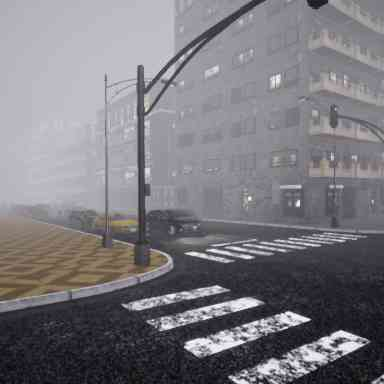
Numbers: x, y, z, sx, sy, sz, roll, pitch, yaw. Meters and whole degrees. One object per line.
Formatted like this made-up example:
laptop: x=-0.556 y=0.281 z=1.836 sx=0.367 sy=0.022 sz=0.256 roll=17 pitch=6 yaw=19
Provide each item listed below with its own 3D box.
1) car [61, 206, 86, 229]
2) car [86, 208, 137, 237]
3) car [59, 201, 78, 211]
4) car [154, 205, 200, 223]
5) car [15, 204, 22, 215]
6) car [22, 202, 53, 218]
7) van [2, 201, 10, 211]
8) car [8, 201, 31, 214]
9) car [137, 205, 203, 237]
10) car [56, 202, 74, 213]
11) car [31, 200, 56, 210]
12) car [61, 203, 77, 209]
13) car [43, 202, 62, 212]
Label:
car: x=-8.209 y=2.002 z=25.470 sx=1.947 sy=1.339 sz=4.313 roll=-2 pitch=0 yaw=-36
car: x=-4.764 y=1.865 z=20.776 sx=1.752 sy=1.417 sz=4.829 roll=-2 pitch=0 yaw=-36
car: x=-21.534 y=2.366 z=57.775 sx=1.967 sy=1.590 sz=4.097 roll=-2 pitch=0 yaw=-36
car: x=-1.455 y=1.915 z=30.430 sx=2.008 sy=1.369 sz=4.403 roll=-2 pitch=0 yaw=-36
car: x=-21.592 y=2.392 z=43.700 sx=1.802 sy=1.307 sz=4.206 roll=-2 pitch=0 yaw=-36
car: x=-18.247 y=2.262 z=39.142 sx=1.887 sy=1.381 sz=4.507 roll=-2 pitch=0 yaw=-36
van: x=-31.636 y=2.433 z=57.373 sx=1.690 sy=1.788 sz=3.998 roll=-2 pitch=0 yaw=-36
car: x=-24.939 y=2.449 z=48.257 sx=1.887 sy=1.381 sz=4.507 roll=-2 pitch=0 yaw=-36
car: x=-1.274 y=1.784 z=20.418 sx=1.837 sy=1.490 sz=4.892 roll=-1 pitch=-1 yaw=-36
car: x=-17.893 y=2.389 z=48.466 sx=1.895 sy=1.301 sz=4.718 roll=-1 pitch=-1 yaw=-36
car: x=-21.680 y=2.393 z=48.385 sx=1.837 sy=1.490 sz=4.892 roll=-1 pitch=-1 yaw=-36
car: x=-11.797 y=2.174 z=34.761 sx=1.895 sy=1.301 sz=4.718 roll=-1 pitch=-1 yaw=-36
car: x=-23.805 y=2.518 z=56.526 sx=1.994 sy=1.385 sz=4.181 roll=-1 pitch=-1 yaw=-37
